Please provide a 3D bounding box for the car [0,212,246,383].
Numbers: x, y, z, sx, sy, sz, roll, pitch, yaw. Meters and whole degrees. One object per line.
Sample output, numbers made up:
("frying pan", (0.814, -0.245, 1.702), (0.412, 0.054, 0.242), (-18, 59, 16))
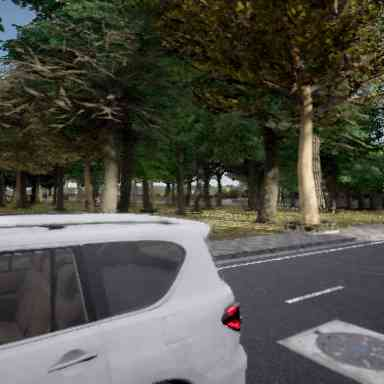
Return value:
("car", (-2.121, 1.213, 2.174), (5.566, 2.045, 2.150), (1, 0, -36))
